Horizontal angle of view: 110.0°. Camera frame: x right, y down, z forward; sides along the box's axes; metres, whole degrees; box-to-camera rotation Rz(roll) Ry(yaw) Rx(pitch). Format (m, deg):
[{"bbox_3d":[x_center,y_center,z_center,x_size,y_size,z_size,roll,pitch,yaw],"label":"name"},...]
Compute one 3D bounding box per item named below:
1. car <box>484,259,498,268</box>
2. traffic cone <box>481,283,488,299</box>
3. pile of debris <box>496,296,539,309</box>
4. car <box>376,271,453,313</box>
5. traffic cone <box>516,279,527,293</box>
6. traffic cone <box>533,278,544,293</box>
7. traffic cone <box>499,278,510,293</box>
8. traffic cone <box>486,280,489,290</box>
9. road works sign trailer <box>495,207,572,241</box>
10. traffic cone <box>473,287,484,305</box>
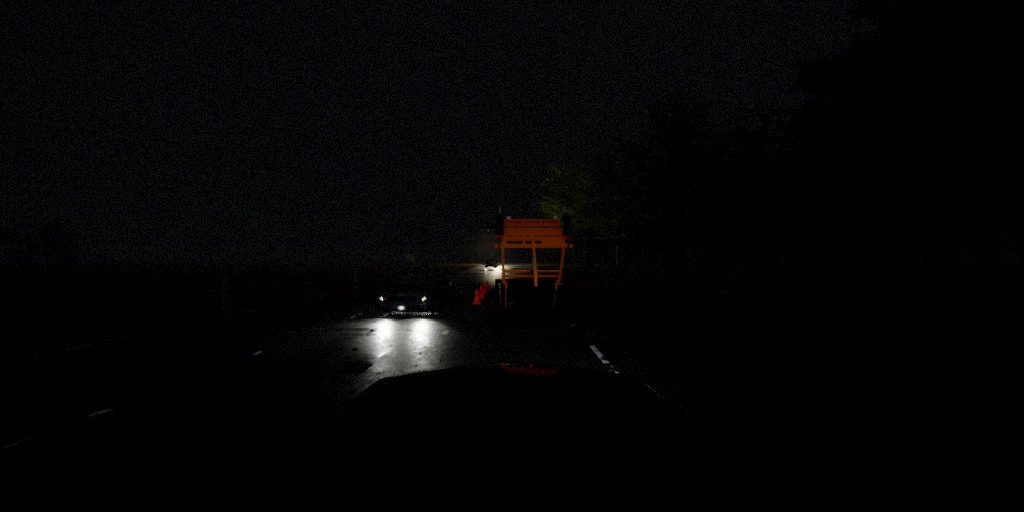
[{"bbox_3d":[-3.372,1.219,57.846,1.837,1.490,4.892,0,0,0],"label":"car"},{"bbox_3d":[-1.449,1.703,16.897,0.340,0.580,0.340,0,0,0],"label":"traffic cone"},{"bbox_3d":[0.031,1.914,14.900,1.860,0.140,1.500,0,0,0],"label":"pile of debris"},{"bbox_3d":[-3.566,1.296,14.226,2.033,1.411,5.357,0,0,0],"label":"car"},{"bbox_3d":[0.558,1.702,20.892,0.340,0.580,0.340,0,0,0],"label":"traffic cone"},{"bbox_3d":[1.557,1.701,20.890,0.340,0.580,0.340,0,0,0],"label":"traffic cone"},{"bbox_3d":[-0.441,1.702,20.894,0.340,0.580,0.340,0,0,0],"label":"traffic cone"},{"bbox_3d":[-1.445,1.703,18.897,0.340,0.580,0.340,0,0,0],"label":"traffic cone"},{"bbox_3d":[0.634,-2.360,10.107,2.380,3.560,2.880,0,0,0],"label":"road works sign trailer"},{"bbox_3d":[-1.454,1.704,14.897,0.340,0.580,0.340,0,0,0],"label":"traffic cone"}]
